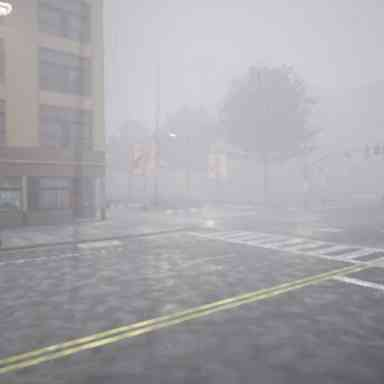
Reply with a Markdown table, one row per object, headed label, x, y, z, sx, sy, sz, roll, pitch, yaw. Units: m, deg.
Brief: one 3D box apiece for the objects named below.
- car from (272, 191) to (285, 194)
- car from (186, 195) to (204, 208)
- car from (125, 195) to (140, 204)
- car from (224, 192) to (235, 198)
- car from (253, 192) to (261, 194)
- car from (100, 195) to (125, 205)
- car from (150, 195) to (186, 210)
| label | x | y | z | sx | sy | sz | roll | pitch | yaw |
| --- | --- | --- | --- | --- | --- | --- | --- | --- | --- |
| car | 18.962 | 0.487 | 73.857 | 2.002 | 1.452 | 4.674 | -1 | 1 | -36 |
| car | -0.515 | 1.172 | 40.900 | 1.837 | 1.490 | 4.892 | -1 | 1 | -36 |
| car | -10.580 | 1.215 | 55.080 | 2.033 | 1.411 | 5.357 | -1 | 1 | -36 |
| car | 8.496 | 0.640 | 81.354 | 2.161 | 1.482 | 4.786 | -1 | 1 | -36 |
| car | 18.155 | 0.524 | 87.791 | 1.895 | 1.301 | 4.718 | -1 | 1 | -36 |
| car | -12.726 | 1.196 | 52.048 | 1.882 | 1.535 | 5.008 | -1 | 0 | -35 |
| car | -3.175 | 1.222 | 38.605 | 1.837 | 1.490 | 4.892 | -1 | 1 | -36 |
